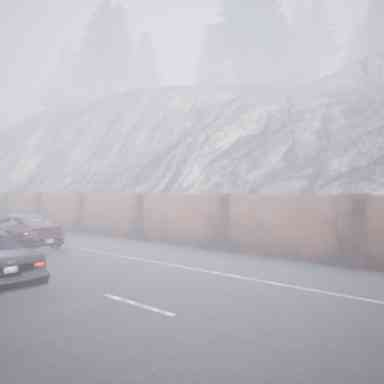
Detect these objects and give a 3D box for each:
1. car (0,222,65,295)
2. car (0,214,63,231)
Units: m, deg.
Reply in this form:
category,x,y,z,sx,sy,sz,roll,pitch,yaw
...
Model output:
category,x,y,z,sx,sy,sz,roll,pitch,yaw
car,-5.617,1.610,8.261,5.357,1.411,2.033,0,-1,38
car,-7.135,1.654,13.896,4.674,1.442,1.812,0,-1,38
